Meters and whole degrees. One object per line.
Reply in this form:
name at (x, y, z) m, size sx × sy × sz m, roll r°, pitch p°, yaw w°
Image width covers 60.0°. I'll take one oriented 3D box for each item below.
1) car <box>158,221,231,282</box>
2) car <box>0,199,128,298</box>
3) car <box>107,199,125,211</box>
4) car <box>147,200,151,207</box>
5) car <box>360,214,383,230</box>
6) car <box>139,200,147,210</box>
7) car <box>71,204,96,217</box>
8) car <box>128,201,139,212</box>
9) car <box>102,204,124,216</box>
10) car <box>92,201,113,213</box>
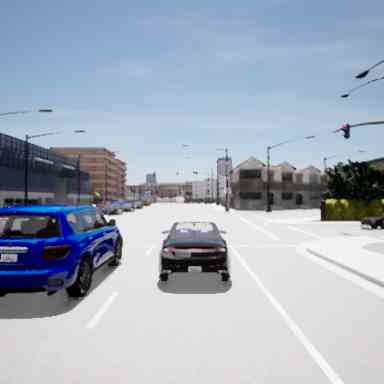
car at (0.072, 1.634, 10.201) m, size 2.128 × 1.511 × 4.902 m, roll 0°, pitch -1°, yaw 0°
car at (-3.429, 1.351, 8.953) m, size 2.150 × 2.045 × 5.566 m, roll 0°, pitch 0°, yaw 0°
car at (-14.110, 2.303, 62.290) m, size 2.150 × 2.045 × 5.566 m, roll 0°, pitch 0°, yaw 0°
car at (-10.576, 2.530, 75.781) m, size 1.882 × 1.535 × 5.008 m, roll 0°, pitch 0°, yaw 0°
car at (15.077, 1.951, 23.785) m, size 5.357 × 1.411 × 2.033 m, roll 0°, pitch -1°, yaw 0°
car at (-10.585, 2.573, 64.491) m, size 2.128 × 1.511 × 4.902 m, roll 0°, pitch 0°, yaw 0°
car at (-14.151, 2.358, 43.666) m, size 1.837 × 1.490 × 4.892 m, roll 0°, pitch -1°, yaw -1°
car at (-10.639, 2.582, 54.751) m, size 2.033 × 1.411 × 5.357 m, roll 0°, pitch 0°, yaw 0°
car at (-10.641, 2.384, 45.017) m, size 1.837 × 1.490 × 4.892 m, roll 0°, pitch -1°, yaw 0°
car at (-14.138, 2.374, 52.864) m, size 2.097 × 1.767 × 4.553 m, roll 0°, pitch -1°, yaw 0°
